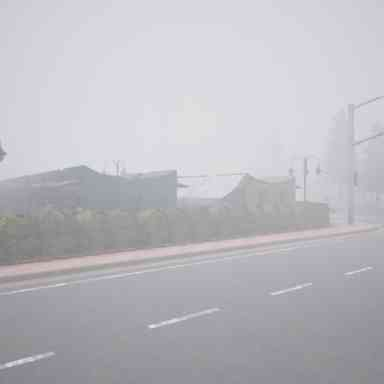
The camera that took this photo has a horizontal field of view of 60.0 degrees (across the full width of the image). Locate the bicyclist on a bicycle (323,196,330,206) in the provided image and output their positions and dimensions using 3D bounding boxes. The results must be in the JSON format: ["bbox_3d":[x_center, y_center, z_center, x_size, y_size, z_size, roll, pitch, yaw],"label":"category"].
[{"bbox_3d":[17.953,1.302,44.314,1.656,1.620,0.582,0,0,-37],"label":"bicyclist on a bicycle"}]

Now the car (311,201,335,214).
[{"bbox_3d":[12.206,1.564,33.725,1.994,1.385,4.181,0,0,-37],"label":"car"}]
